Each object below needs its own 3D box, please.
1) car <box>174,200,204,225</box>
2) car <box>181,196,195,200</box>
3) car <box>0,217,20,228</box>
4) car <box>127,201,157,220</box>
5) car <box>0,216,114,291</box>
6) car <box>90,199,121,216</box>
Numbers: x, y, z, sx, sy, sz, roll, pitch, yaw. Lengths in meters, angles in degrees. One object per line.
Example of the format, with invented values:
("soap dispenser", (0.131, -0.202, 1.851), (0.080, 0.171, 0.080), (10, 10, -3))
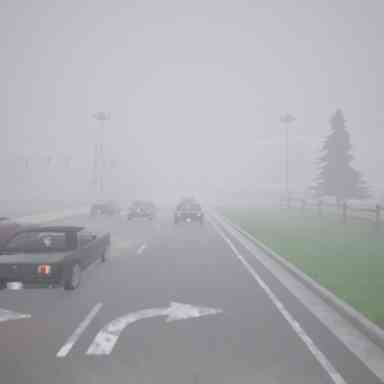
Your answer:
("car", (-0.228, 1.437, 22.759), (1.895, 1.301, 4.718), (0, 0, -1))
("car", (-0.443, 1.249, 35.254), (1.837, 1.490, 4.892), (0, 0, -1))
("car", (-7.046, 1.520, 11.601), (1.895, 1.301, 4.718), (0, 0, -1))
("car", (-3.781, 1.363, 25.767), (2.033, 1.411, 5.357), (0, 0, -1))
("car", (-3.502, 1.539, 8.757), (1.895, 1.301, 4.718), (0, 0, -1))
("car", (-7.326, 1.325, 28.344), (1.812, 1.442, 4.674), (0, 0, -1))
